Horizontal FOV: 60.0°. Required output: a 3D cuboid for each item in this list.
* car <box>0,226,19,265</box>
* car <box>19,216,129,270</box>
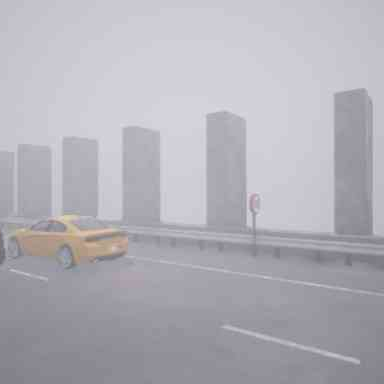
[{"bbox_3d":[-7.403,1.293,9.289,5.566,2.045,2.150,0,0,36],"label":"car"},{"bbox_3d":[-4.361,1.548,11.415,5.008,1.535,1.882,0,0,36],"label":"car"}]
